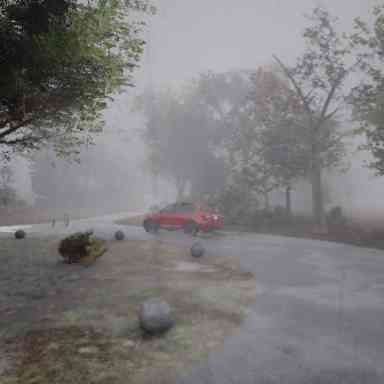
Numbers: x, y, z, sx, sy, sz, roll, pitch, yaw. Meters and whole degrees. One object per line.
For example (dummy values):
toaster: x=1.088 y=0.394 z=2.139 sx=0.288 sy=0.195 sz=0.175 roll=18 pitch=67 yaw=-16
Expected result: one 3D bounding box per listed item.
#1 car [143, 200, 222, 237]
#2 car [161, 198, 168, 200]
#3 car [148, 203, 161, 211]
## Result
car: x=-0.709 y=1.745 z=21.994 sx=5.566 sy=2.045 sz=2.150 roll=-1 pitch=-2 yaw=36
car: x=-7.676 y=2.751 z=92.681 sx=2.150 sy=2.045 sz=5.566 roll=0 pitch=2 yaw=-3
car: x=-7.748 y=3.150 z=69.131 sx=1.812 sy=1.442 sz=4.674 roll=-1 pitch=-1 yaw=3
